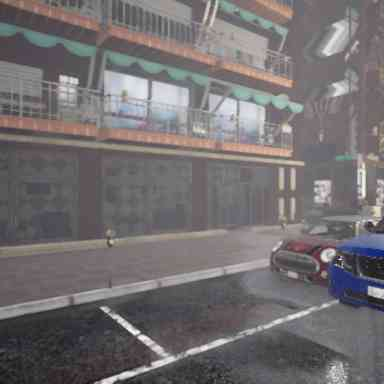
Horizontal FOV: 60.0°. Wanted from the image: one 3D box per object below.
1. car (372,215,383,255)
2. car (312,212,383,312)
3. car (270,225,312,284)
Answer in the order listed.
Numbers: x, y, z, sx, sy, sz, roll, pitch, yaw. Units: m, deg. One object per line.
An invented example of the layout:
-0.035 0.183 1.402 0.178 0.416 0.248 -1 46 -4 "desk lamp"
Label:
8.590 1.500 12.211 4.206 1.307 1.802 0 1 -35 "car"
5.092 1.175 6.701 5.566 2.045 2.150 0 0 -35 "car"
3.973 1.391 8.917 4.097 1.590 1.967 0 1 -35 "car"
